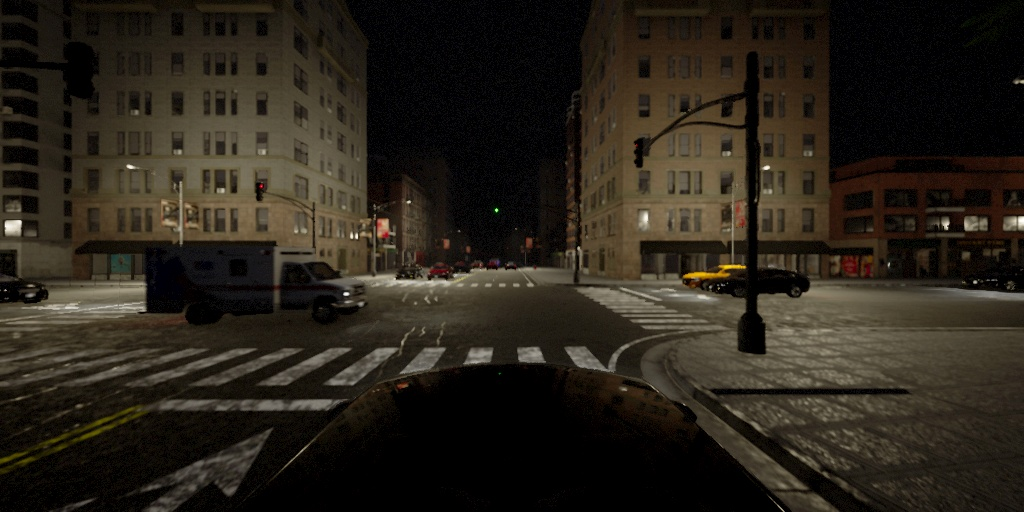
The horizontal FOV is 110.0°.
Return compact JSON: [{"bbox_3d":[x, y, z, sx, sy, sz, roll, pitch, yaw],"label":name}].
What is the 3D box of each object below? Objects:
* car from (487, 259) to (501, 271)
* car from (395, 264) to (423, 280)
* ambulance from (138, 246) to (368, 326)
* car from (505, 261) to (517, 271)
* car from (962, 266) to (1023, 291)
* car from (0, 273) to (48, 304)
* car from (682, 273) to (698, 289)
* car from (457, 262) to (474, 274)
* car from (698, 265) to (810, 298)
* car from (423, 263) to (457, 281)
[{"bbox_3d":[-3.446,1.780,63.405,1.882,1.535,5.008,0,-1,0],"label":"car"},{"bbox_3d":[-9.949,1.528,35.157,1.837,1.490,4.892,0,1,0],"label":"car"},{"bbox_3d":[-8.278,0.920,12.054,6.366,2.431,2.351,0,0,-1],"label":"ambulance"},{"bbox_3d":[-0.196,1.870,63.797,1.994,1.385,4.181,0,-1,0],"label":"car"},{"bbox_3d":[31.028,1.353,22.151,4.892,1.490,1.837,0,0,0],"label":"car"},{"bbox_3d":[-22.721,1.380,15.080,4.902,1.511,2.128,0,0,0],"label":"car"},{"bbox_3d":[13.131,1.331,22.067,5.008,1.535,1.882,0,0,0],"label":"car"},{"bbox_3d":[-6.732,1.711,48.227,1.994,1.385,4.181,0,-1,0],"label":"car"},{"bbox_3d":[12.801,1.366,18.820,4.892,1.490,1.837,-1,0,-1],"label":"car"},{"bbox_3d":[-6.695,1.542,33.952,1.812,1.442,4.674,0,0,0],"label":"car"}]
